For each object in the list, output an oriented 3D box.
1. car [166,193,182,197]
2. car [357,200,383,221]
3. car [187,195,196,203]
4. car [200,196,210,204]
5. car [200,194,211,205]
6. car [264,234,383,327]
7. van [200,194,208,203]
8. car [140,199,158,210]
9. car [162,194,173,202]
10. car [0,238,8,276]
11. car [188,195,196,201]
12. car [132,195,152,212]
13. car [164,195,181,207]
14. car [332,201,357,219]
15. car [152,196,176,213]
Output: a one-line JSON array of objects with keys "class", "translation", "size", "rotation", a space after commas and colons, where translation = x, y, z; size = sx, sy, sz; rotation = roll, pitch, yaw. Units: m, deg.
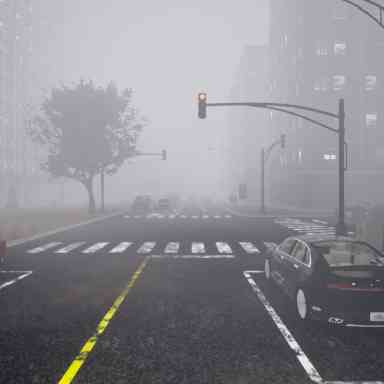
[{"class": "car", "translation": [-3.139, 1.265, 61.715], "size": [2.150, 2.045, 5.566], "rotation": [0, 0, -2]}, {"class": "car", "translation": [14.917, 1.284, 23.797], "size": [4.892, 1.490, 1.837], "rotation": [-1, 0, -1]}, {"class": "car", "translation": [-0.055, 1.656, 69.098], "size": [1.895, 1.301, 4.718], "rotation": [0, 0, 0]}, {"class": "car", "translation": [2.637, 1.578, 67.118], "size": [1.752, 1.417, 4.829], "rotation": [0, 0, 0]}, {"class": "car", "translation": [2.641, 1.610, 61.425], "size": [1.947, 1.339, 4.313], "rotation": [0, 0, 0]}, {"class": "car", "translation": [2.684, 1.551, 6.945], "size": [2.008, 1.369, 4.403], "rotation": [0, 0, 0]}, {"class": "van", "translation": [2.632, 1.402, 72.471], "size": [1.690, 1.788, 3.998], "rotation": [0, 0, 0]}, {"class": "car", "translation": [-5.727, 1.592, 44.850], "size": [1.947, 1.339, 4.313], "rotation": [0, 0, 0]}, {"class": "car", "translation": [-5.753, 1.385, 77.987], "size": [2.192, 1.841, 5.009], "rotation": [0, 0, 0]}, {"class": "car", "translation": [-5.696, 1.545, 6.939], "size": [1.887, 1.381, 4.507], "rotation": [0, 0, 0]}, {"class": "car", "translation": [-0.061, 1.446, 79.075], "size": [1.812, 1.442, 4.674], "rotation": [0, 0, 0]}, {"class": "car", "translation": [-5.723, 1.336, 39.327], "size": [2.192, 1.841, 5.009], "rotation": [0, 0, 0]}, {"class": "car", "translation": [-3.132, 1.521, 48.180], "size": [2.128, 1.511, 4.902], "rotation": [0, 0, 0]}, {"class": "car", "translation": [13.405, 1.350, 26.360], "size": [4.403, 1.369, 2.008], "rotation": [-1, 1, -1]}, {"class": "car", "translation": [-3.129, 1.524, 37.973], "size": [1.837, 1.490, 4.892], "rotation": [0, 0, 0]}]
